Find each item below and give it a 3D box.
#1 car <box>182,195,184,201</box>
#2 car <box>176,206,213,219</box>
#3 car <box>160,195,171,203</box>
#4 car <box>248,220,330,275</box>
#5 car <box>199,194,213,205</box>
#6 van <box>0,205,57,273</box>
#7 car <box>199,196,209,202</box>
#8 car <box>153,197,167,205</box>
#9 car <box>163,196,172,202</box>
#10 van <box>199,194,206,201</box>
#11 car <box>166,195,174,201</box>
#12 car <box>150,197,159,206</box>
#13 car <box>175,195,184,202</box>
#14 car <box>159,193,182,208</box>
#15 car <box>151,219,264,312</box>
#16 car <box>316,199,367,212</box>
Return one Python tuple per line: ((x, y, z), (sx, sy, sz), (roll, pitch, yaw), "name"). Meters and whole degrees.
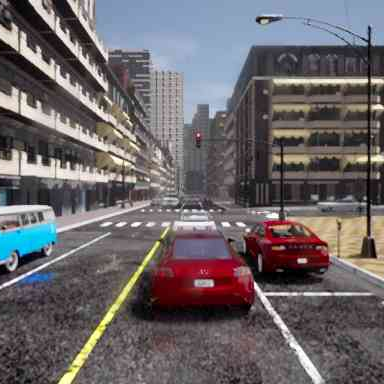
((-2.987, 1.581, 64.628), (1.994, 1.385, 4.181), (0, 0, 1), "car")
((0.125, 1.599, 16.618), (1.895, 1.301, 4.718), (0, 0, 1), "car")
((-5.643, 1.461, 70.395), (1.967, 1.590, 4.097), (-1, 0, 0), "car")
((2.691, 1.543, 10.328), (1.887, 1.381, 4.507), (0, 0, 0), "car")
((2.728, 1.453, 59.328), (1.967, 1.590, 4.097), (-1, 0, 0), "car")
((-5.691, 1.339, 10.336), (1.690, 1.788, 3.998), (0, 0, 0), "van")
((2.743, 1.577, 75.911), (2.008, 1.369, 4.403), (-1, 0, 0), "car")
((-5.651, 1.579, 59.339), (1.947, 1.339, 4.313), (0, 0, 0), "car")
((-5.638, 1.608, 75.923), (1.802, 1.307, 4.206), (-1, 0, 0), "car")
((2.749, 1.378, 86.967), (1.690, 1.788, 3.998), (-1, 0, 0), "van")
((-5.629, 1.562, 86.809), (1.752, 1.417, 4.829), (-1, 0, 0), "car")
((-5.654, 1.560, 53.812), (2.008, 1.369, 4.403), (0, 0, 0), "car")
((-2.939, 1.486, 79.642), (2.128, 1.511, 4.902), (0, 0, 0), "car")
((-3.049, 1.226, 48.161), (2.150, 2.045, 5.566), (0, 0, 0), "car")
((0.129, 1.563, 7.818), (1.994, 1.385, 4.181), (0, 0, -2), "car")
((15.025, 1.326, 33.309), (4.718, 1.301, 1.895), (-1, 0, -1), "car")
